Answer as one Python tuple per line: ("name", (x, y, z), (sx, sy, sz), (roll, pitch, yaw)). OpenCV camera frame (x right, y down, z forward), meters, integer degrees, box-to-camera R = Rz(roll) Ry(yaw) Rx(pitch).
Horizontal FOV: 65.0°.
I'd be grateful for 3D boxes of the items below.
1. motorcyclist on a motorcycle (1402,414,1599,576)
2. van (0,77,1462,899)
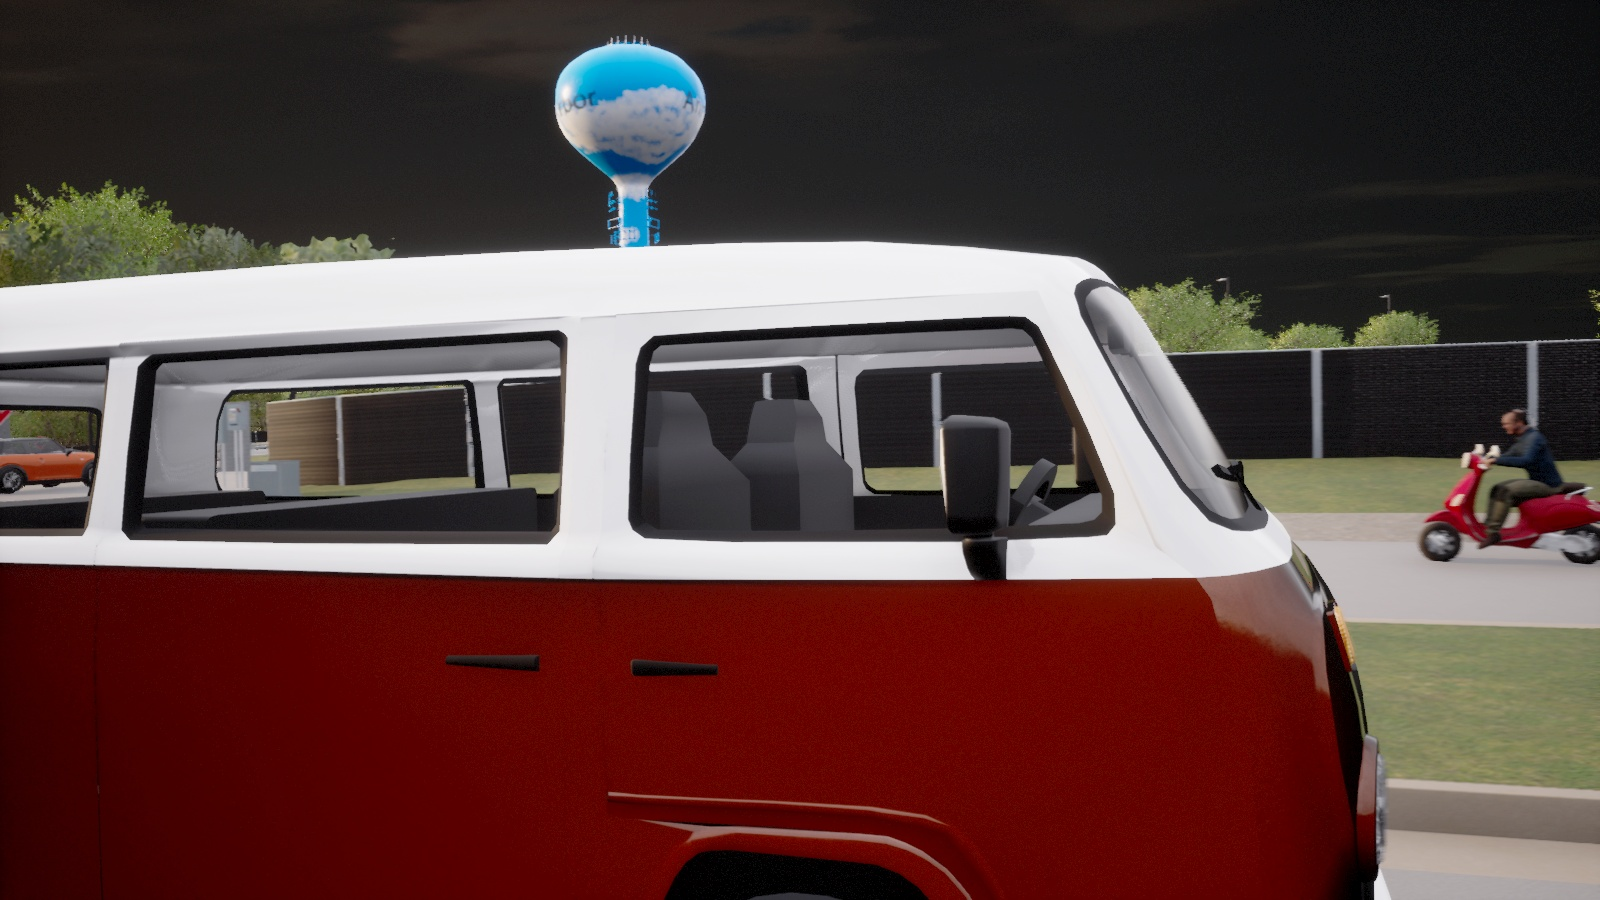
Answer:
("motorcyclist on a motorcycle", (7.282, 0.439, 12.980), (1.817, 1.590, 0.866), (0, 1, 19))
("van", (-0.855, 0.509, 3.478), (4.480, 2.038, 2.069), (-1, 1, 19))
